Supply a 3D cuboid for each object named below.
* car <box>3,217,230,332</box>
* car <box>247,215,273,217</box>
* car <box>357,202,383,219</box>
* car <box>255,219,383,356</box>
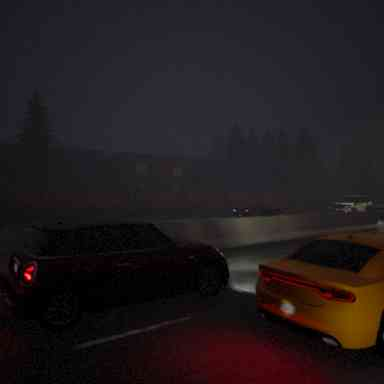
[{"bbox_3d":[-1.354,1.363,7.078,4.553,1.767,2.097,0,0,-35],"label":"car"},{"bbox_3d":[5.862,1.684,29.739,4.718,1.301,1.895,0,0,-36],"label":"car"},{"bbox_3d":[16.775,1.608,29.179,4.902,1.511,2.128,0,0,-37],"label":"car"},{"bbox_3d":[3.377,1.501,6.149,5.008,1.535,1.882,0,0,-35],"label":"car"}]
